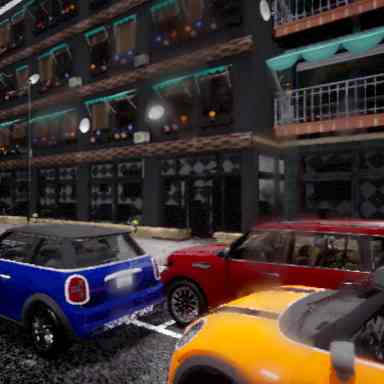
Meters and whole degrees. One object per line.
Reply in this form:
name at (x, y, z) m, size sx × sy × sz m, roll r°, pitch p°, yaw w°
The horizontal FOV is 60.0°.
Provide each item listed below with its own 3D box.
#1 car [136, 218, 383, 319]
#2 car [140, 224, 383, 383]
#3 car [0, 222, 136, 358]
car at (1.729, 1.342, 5.325) m, size 5.009 × 1.841 × 2.192 m, roll 0°, pitch -1°, yaw 36°
car at (1.929, 1.370, 2.623) m, size 4.553 × 1.767 × 2.097 m, roll 0°, pitch 0°, yaw 40°
car at (-2.754, 1.380, 6.283) m, size 4.553 × 1.767 × 2.097 m, roll 0°, pitch 0°, yaw 35°
